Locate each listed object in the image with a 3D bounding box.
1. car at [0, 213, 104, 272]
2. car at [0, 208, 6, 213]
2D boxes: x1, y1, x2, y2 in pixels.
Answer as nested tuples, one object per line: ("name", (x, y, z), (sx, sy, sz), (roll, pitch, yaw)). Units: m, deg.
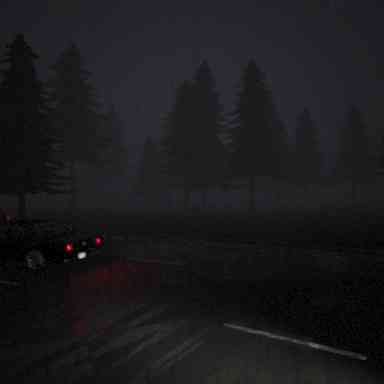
("car", (-5.222, 1.519, 10.283), (4.718, 1.301, 1.895), (0, 0, 20))
("car", (-10.940, 1.228, 15.519), (4.553, 1.767, 2.097), (0, 1, 13))
